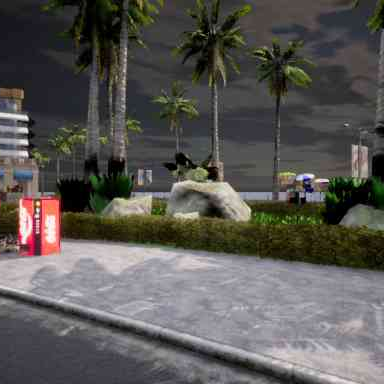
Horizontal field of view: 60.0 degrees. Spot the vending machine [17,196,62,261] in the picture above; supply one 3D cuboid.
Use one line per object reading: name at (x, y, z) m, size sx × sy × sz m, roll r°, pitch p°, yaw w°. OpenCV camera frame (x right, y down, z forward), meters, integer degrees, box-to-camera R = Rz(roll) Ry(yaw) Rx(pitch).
vending machine at (-5.242, 1.195, 11.447) m, size 0.880 × 2.100 × 1.100 m, roll 0°, pitch 0°, yaw 28°
